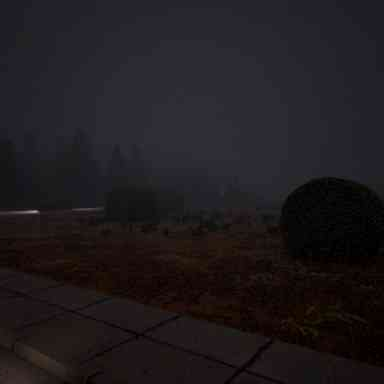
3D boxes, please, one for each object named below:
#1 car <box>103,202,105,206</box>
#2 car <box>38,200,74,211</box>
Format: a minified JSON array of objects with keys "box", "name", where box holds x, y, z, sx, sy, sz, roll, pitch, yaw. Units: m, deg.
[{"box":[-10.931,1.697,49.825,1.895,1.301,4.718,0,0,37],"name":"car"},{"box":[-16.999,1.665,41.647,1.994,1.385,4.181,0,0,37],"name":"car"}]
